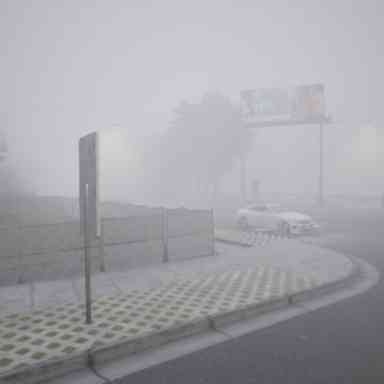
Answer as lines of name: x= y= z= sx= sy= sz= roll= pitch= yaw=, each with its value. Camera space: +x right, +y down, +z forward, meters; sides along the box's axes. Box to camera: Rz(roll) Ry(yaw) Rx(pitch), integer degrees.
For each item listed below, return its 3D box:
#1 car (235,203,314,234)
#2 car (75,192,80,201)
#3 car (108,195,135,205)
car: x=4.375 y=1.355 z=18.357 sx=1.812 sy=1.442 sz=4.674 roll=-1 pitch=1 yaw=-36
car: x=-16.761 y=0.645 z=51.514 sx=2.033 sy=1.411 sz=5.357 roll=-1 pitch=1 yaw=-29
car: x=-7.841 y=1.054 z=36.614 sx=1.994 sy=1.385 sz=4.181 roll=-1 pitch=1 yaw=-32
